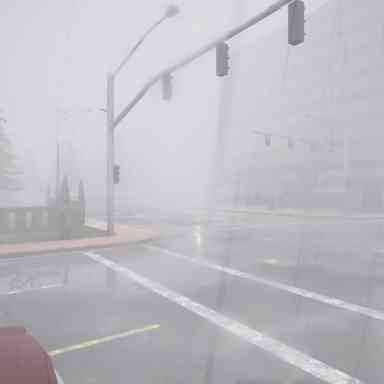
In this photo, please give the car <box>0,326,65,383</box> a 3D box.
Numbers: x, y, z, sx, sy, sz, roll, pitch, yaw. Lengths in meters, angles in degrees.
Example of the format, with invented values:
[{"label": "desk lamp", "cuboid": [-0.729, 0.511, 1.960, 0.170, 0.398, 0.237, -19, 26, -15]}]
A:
[{"label": "car", "cuboid": [-3.061, 1.601, 1.596, 4.718, 1.301, 1.895, 0, 0, -35]}]
